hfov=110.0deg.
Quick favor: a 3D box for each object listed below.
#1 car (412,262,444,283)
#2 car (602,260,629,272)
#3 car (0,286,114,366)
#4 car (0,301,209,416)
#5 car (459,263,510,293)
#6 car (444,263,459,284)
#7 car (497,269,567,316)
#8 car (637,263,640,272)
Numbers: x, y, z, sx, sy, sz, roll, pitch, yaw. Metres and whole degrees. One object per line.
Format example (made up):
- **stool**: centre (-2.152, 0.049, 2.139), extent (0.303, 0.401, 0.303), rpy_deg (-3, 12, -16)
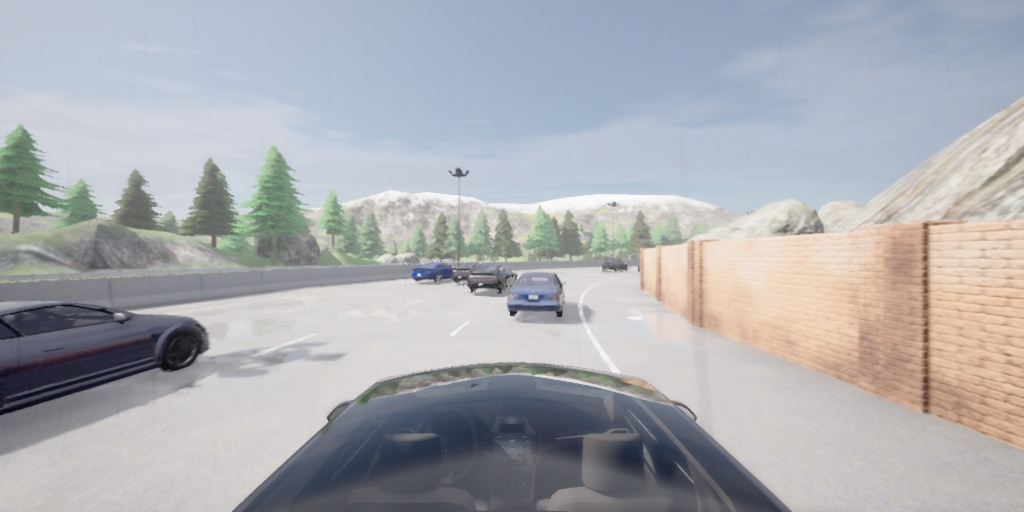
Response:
- **car**: centre (-5.791, 1.225, 28.348), extent (1.882, 1.535, 5.008), rpy_deg (-1, 0, 22)
- **car**: centre (13.254, 1.247, 45.803), extent (1.837, 1.490, 4.892), rpy_deg (-1, -1, 43)
- **car**: centre (-10.309, 1.351, 6.027), extent (1.895, 1.301, 4.718), rpy_deg (0, 0, 2)
- **car**: centre (-6.808, 1.314, 5.091), extent (1.994, 1.385, 4.181), rpy_deg (0, 0, 2)
- **car**: centre (-0.954, 1.241, 20.560), extent (2.128, 1.511, 4.902), rpy_deg (0, 0, 15)
- **car**: centre (-2.619, 1.239, 26.728), extent (2.128, 1.511, 4.902), rpy_deg (0, 0, 23)
- **car**: centre (1.023, 1.296, 13.402), extent (2.033, 1.411, 5.357), rpy_deg (0, 0, 9)
- **car**: centre (17.576, 1.234, 45.052), extent (4.902, 1.511, 2.128), rpy_deg (0, 0, -44)
